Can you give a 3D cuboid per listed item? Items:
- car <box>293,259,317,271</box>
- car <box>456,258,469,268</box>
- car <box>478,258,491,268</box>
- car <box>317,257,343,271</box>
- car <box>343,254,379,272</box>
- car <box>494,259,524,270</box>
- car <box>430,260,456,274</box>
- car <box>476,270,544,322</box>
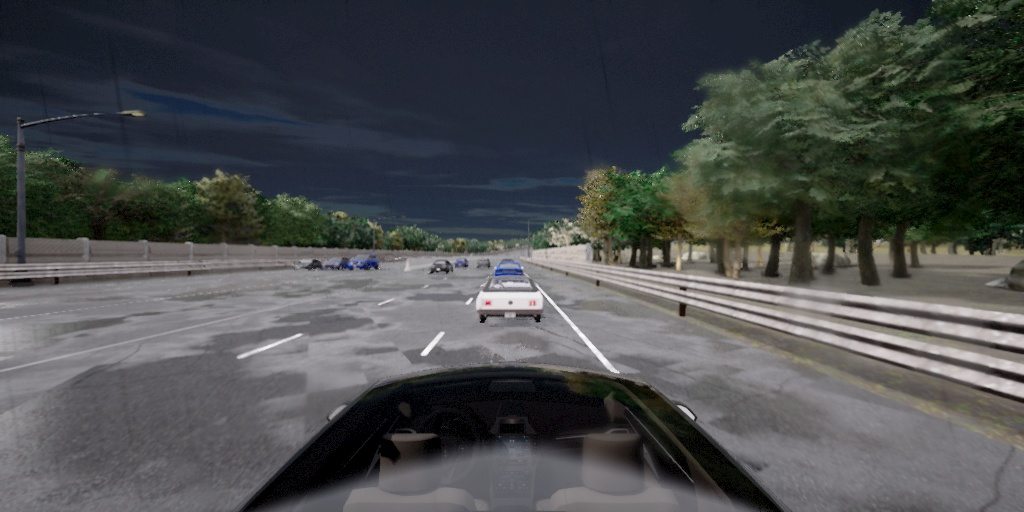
[{"bbox_3d":[-25.197,1.095,44.520,1.812,1.442,4.674,0,0,-1],"label":"car"},{"bbox_3d":[-7.758,1.078,55.522,1.812,1.442,4.674,0,0,-1],"label":"car"},{"bbox_3d":[-4.254,1.046,55.350,2.128,1.511,4.902,0,0,-1],"label":"car"},{"bbox_3d":[-21.692,0.927,44.643,2.097,1.767,4.553,0,0,-1],"label":"car"},{"bbox_3d":[-18.184,0.805,44.164,2.150,2.045,5.566,0,0,-1],"label":"car"},{"bbox_3d":[-0.200,1.140,24.445,1.882,1.535,5.008,0,0,-1],"label":"car"},{"bbox_3d":[-7.349,1.137,37.733,1.812,1.442,4.674,0,0,-1],"label":"car"},{"bbox_3d":[-0.055,1.307,11.997,1.895,1.301,4.718,0,0,0],"label":"car"}]
